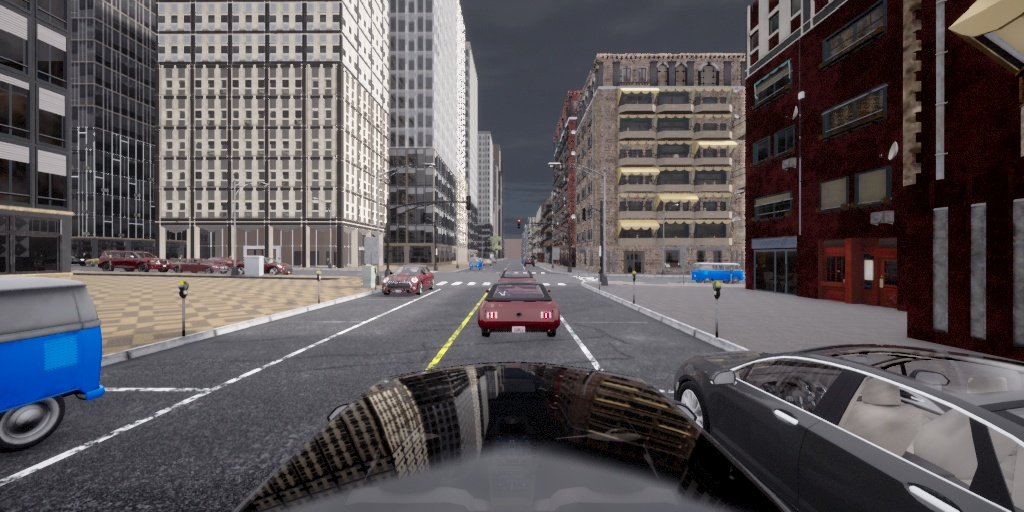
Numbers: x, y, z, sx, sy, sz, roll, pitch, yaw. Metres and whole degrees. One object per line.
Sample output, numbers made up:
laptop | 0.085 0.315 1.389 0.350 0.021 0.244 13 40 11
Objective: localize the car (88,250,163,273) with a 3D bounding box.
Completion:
car | -32.036 0.482 30.463 5.009 1.841 2.192 0 0 0

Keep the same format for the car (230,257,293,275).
car | -20.888 0.821 30.386 4.097 1.591 1.967 0 0 0

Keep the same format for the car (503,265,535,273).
car | 0.247 1.352 19.396 1.895 1.301 4.718 0 0 0

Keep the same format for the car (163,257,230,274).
car | -26.462 0.856 30.424 4.207 1.307 1.802 0 0 0

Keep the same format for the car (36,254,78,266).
car | -48.770 0.398 38.959 4.313 1.339 1.948 0 0 0

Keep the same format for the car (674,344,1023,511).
car | 2.695 1.300 2.455 2.007 1.370 4.403 0 0 1

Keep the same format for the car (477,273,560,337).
car | 0.176 1.351 10.226 1.895 1.301 4.718 0 0 1

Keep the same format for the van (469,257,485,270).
van | -5.233 1.103 51.950 1.690 1.789 3.998 0 0 1

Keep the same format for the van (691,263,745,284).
van | 17.169 1.456 29.987 3.998 1.789 1.690 0 0 0

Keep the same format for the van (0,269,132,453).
van | -5.685 1.091 2.533 1.690 1.789 3.998 0 0 1

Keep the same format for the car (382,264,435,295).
car | -5.531 1.191 19.478 1.967 1.591 4.097 0 0 1

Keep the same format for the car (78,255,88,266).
car | -43.364 0.465 38.922 4.829 1.417 1.751 0 0 0
